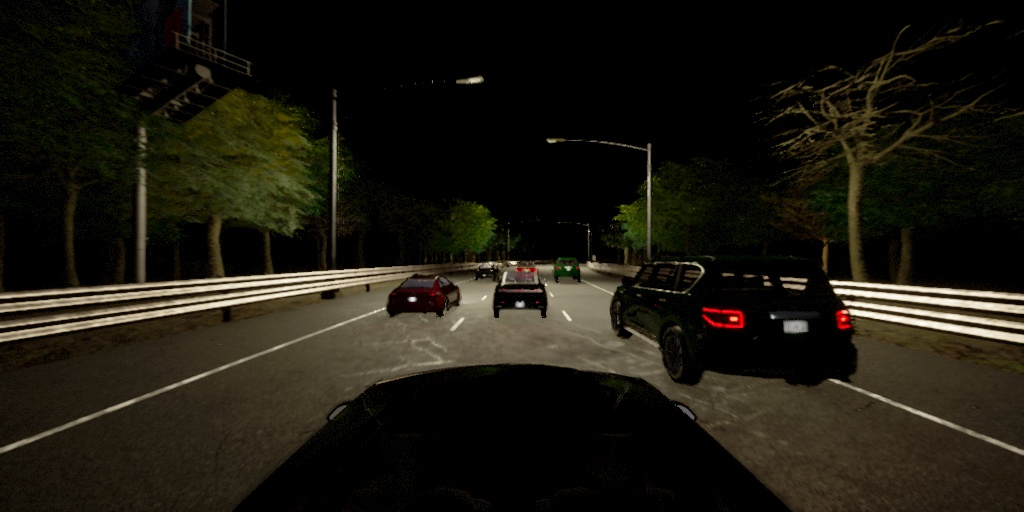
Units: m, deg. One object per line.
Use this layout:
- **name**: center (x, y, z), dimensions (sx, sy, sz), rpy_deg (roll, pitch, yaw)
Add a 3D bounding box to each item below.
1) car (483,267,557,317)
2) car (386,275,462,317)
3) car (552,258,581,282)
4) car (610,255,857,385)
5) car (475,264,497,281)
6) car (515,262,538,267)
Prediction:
- **car**: center (0.319, 1.326, 13.606), dimensions (2.128, 1.511, 4.902), rpy_deg (0, 0, 2)
- **car**: center (-3.178, 1.393, 13.666), dimensions (1.994, 1.385, 4.181), rpy_deg (0, 0, 2)
- **car**: center (4.786, 1.196, 31.743), dimensions (2.150, 2.045, 5.566), rpy_deg (0, 0, 4)
- **car**: center (3.660, 1.017, 7.262), dimensions (2.150, 2.045, 5.566), rpy_deg (0, 0, 1)
- **car**: center (-2.150, 1.461, 32.693), dimensions (2.128, 1.511, 4.902), rpy_deg (0, 0, 4)
- **car**: center (1.343, 1.326, 32.417), dimensions (2.097, 1.767, 4.553), rpy_deg (0, 0, 4)
